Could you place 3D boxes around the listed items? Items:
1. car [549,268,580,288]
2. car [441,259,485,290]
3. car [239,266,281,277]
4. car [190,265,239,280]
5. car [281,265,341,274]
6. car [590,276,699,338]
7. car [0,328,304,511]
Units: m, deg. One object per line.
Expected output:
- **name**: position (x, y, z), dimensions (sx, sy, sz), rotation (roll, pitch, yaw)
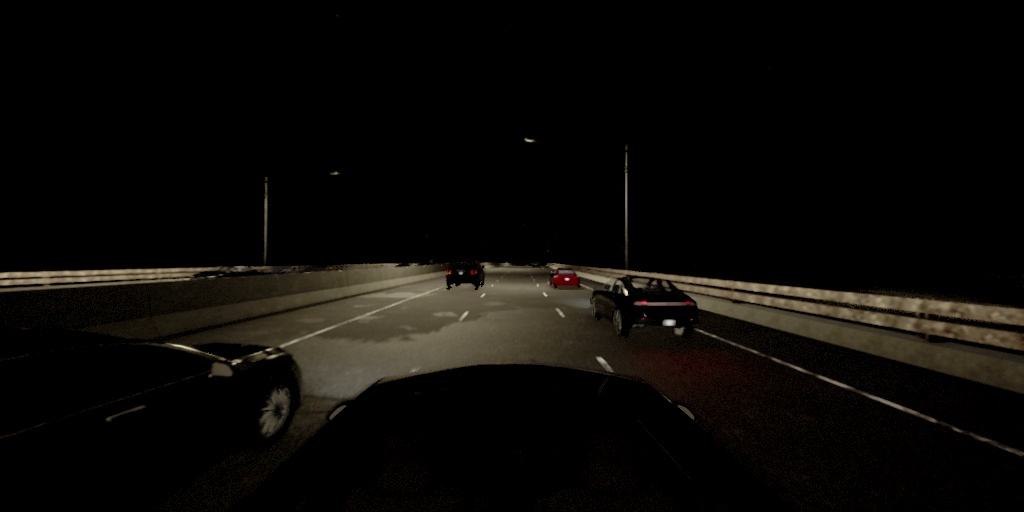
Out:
- **car**: position (3.850, 1.605, 26.783), dimensions (1.994, 1.385, 4.181), rotation (0, -1, 1)
- **car**: position (-3.177, 1.221, 25.283), dimensions (2.150, 2.045, 5.566), rotation (0, -1, 1)
- **car**: position (-17.353, 1.526, 26.422), dimensions (1.994, 1.385, 4.181), rotation (0, -1, 1)
- **car**: position (-20.853, 1.441, 26.283), dimensions (2.128, 1.511, 4.902), rotation (0, -1, 1)
- **car**: position (-13.864, 1.445, 25.776), dimensions (1.882, 1.535, 5.008), rotation (0, -1, 1)
- **car**: position (3.643, 1.353, 10.675), dimensions (2.128, 1.511, 4.902), rotation (0, -1, 0)
- **car**: position (-3.418, 1.251, 2.338), dimensions (1.837, 1.490, 4.892), rotation (0, 0, 0)
